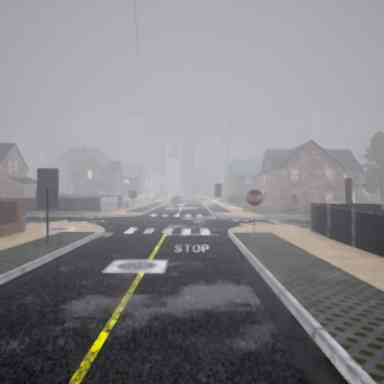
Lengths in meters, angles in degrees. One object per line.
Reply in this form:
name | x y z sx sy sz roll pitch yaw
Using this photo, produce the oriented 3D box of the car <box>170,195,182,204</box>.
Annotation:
car | -2.784 1.325 58.522 1.882 1.535 5.008 0 0 1
